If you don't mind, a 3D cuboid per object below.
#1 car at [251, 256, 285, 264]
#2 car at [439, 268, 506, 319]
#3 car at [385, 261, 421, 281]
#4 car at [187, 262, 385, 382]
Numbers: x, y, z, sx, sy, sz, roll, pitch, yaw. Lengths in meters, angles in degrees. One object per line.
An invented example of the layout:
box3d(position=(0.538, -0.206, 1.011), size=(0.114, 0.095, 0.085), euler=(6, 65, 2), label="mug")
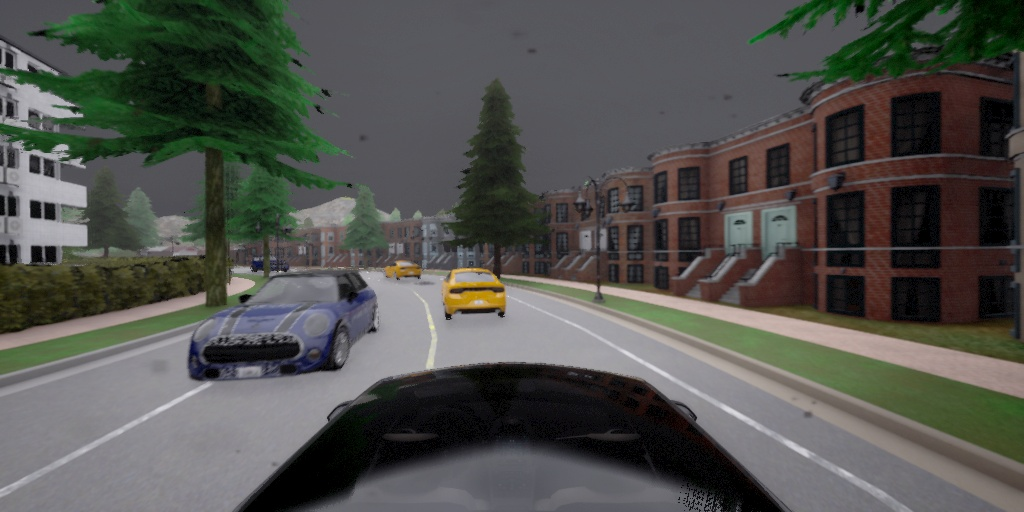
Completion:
box3d(position=(-28.790, 0.960, 42.586), size=(5.566, 2.045, 2.150), euler=(-1, 0, 33), label="car")
box3d(position=(-1.503, 1.168, 12.714), size=(1.882, 1.535, 5.008), euler=(0, 0, -13), label="car")
box3d(position=(-9.058, 1.124, 29.478), size=(1.882, 1.535, 5.008), euler=(0, 0, -34), label="car")
box3d(position=(-4.233, 1.102, 7.484), size=(2.097, 1.767, 4.553), euler=(-1, 0, -10), label="car")
